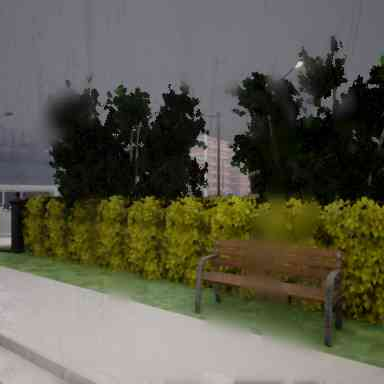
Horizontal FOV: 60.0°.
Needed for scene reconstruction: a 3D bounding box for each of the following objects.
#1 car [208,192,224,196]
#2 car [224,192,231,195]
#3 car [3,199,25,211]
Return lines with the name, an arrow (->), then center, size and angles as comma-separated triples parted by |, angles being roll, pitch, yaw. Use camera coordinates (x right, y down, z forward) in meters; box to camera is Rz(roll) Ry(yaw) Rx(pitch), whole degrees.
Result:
car -> 3.926, 0.841, 65.103 | 1.994, 1.385, 4.181 | 0, 1, 36
car -> 7.765, 0.705, 76.597 | 1.994, 1.385, 4.181 | 0, 0, 35
car -> -18.867, 1.497, 38.793 | 2.033, 1.411, 5.357 | 0, 0, 35
